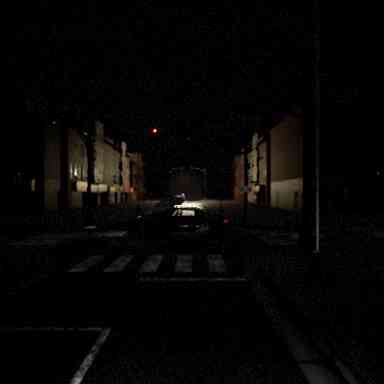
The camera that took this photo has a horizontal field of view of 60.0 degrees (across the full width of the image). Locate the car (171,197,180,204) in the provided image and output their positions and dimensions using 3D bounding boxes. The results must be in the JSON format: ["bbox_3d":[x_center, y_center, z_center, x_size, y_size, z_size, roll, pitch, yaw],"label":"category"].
[{"bbox_3d":[-2.629,1.511,35.629,1.887,1.381,4.507,0,0,0],"label":"car"}]

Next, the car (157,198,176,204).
[{"bbox_3d":[-2.629,1.493,29.854,1.752,1.417,4.829,0,0,0],"label":"car"}]

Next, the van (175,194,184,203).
[{"bbox_3d":[-2.625,1.332,69.262,1.690,1.788,3.998,0,0,0],"label":"van"}]

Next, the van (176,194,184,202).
[{"bbox_3d":[-2.624,1.340,74.867,1.690,1.788,3.998,0,0,0],"label":"van"}]

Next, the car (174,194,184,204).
[{"bbox_3d":[-2.627,1.413,52.445,1.967,1.590,4.097,0,0,0],"label":"car"}]

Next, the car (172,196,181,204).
[{"bbox_3d":[-2.629,1.549,41.234,1.802,1.307,4.206,0,0,0],"label":"car"}]

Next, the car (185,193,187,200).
[{"bbox_3d":[-2.625,1.299,63.656,2.192,1.841,5.009,0,0,0],"label":"car"}]

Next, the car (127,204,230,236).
[{"bbox_3d":[-0.695,1.529,17.852,5.357,1.411,2.033,0,0,0],"label":"car"}]

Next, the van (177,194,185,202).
[{"bbox_3d":[-2.624,1.349,80.473,1.690,1.788,3.998,0,0,0],"label":"van"}]
